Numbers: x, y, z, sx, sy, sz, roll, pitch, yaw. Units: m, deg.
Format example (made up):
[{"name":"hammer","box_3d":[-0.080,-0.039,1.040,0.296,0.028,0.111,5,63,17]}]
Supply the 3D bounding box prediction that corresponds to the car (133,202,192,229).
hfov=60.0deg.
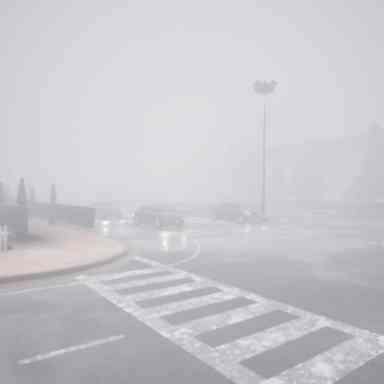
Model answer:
[{"name":"car","box_3d":[-2.397,1.646,23.036,1.837,1.490,4.892,1,0,-37]}]

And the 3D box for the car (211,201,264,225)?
[{"name":"car","box_3d":[3.608,1.579,26.709,2.097,1.767,4.553,1,0,-37]}]

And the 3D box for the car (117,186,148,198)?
[{"name":"car","box_3d":[-10.203,0.368,56.758,2.033,1.411,5.357,1,6,-37]}]

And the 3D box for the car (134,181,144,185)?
[{"name":"car","box_3d":[-12.136,-1.433,71.031,2.150,2.045,5.566,1,7,-37]}]

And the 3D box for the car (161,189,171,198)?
[{"name":"car","box_3d":[-5.842,0.131,62.778,1.882,1.535,5.008,1,6,-37]}]

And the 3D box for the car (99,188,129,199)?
[{"name":"car","box_3d":[-11.229,0.825,46.316,2.097,1.767,4.553,1,4,-39]}]

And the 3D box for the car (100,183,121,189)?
[{"name":"car","box_3d":[-16.453,-0.993,65.099,1.882,1.535,5.008,1,7,-37]}]

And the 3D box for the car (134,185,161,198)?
[{"name":"car","box_3d":[-8.232,0.167,60.136,1.882,1.535,5.008,1,6,-37]}]

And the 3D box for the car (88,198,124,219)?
[{"name":"car","box_3d":[-7.989,1.601,30.402,1.837,1.490,4.892,1,1,-37]}]

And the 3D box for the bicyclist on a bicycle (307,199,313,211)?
[{"name":"bicyclist on a bicycle","box_3d":[16.402,1.796,46.203,1.656,1.620,0.582,1,0,-37]}]

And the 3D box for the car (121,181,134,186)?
[{"name":"car","box_3d":[-14.463,-1.136,68.446,1.882,1.535,5.008,1,7,-37]}]
